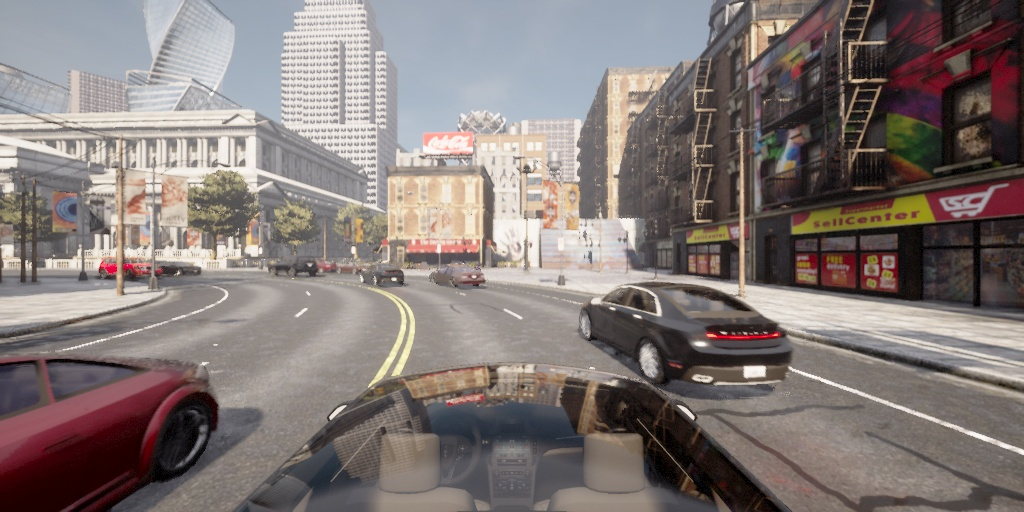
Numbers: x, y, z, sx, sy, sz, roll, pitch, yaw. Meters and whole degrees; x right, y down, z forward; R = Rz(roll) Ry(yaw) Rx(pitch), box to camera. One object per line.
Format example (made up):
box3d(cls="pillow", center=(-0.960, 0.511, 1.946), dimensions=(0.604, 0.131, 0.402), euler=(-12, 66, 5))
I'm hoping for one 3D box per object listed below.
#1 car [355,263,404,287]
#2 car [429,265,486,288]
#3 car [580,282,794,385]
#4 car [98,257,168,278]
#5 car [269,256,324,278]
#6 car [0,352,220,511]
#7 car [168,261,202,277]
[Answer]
box3d(cls="car", center=(-9.264, 1.288, 25.371), dimensions=(1.837, 1.490, 4.892), euler=(1, -1, -39))
box3d(cls="car", center=(-3.798, 1.330, 24.155), dimensions=(2.033, 1.411, 5.357), euler=(0, 0, -35))
box3d(cls="car", center=(2.842, 1.264, 7.091), dimensions=(1.837, 1.490, 4.892), euler=(1, 0, -8))
box3d(cls="car", center=(-35.892, 1.111, 33.702), dimensions=(5.566, 2.045, 2.150), euler=(0, 0, 14))
box3d(cls="car", center=(-21.519, 1.017, 35.371), dimensions=(5.566, 2.045, 2.150), euler=(0, 0, 30))
box3d(cls="car", center=(-3.842, 1.313, 1.833), dimensions=(1.994, 1.385, 4.181), euler=(0, 0, -3))
box3d(cls="car", center=(-34.375, 1.277, 36.885), dimensions=(5.008, 1.535, 1.882), euler=(0, 0, 15))
